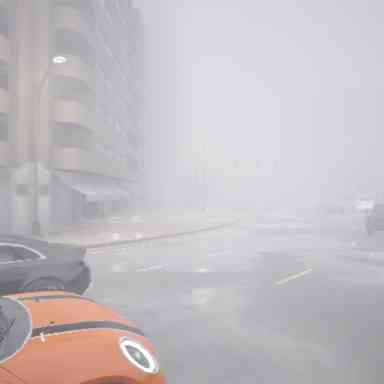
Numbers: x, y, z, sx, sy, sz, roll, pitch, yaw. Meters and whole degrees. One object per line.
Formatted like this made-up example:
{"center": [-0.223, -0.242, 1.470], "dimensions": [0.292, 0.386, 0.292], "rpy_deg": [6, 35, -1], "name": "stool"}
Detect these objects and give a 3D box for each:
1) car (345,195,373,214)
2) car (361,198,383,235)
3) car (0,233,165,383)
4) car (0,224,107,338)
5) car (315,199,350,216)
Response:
{"center": [18.394, 1.390, 37.462], "dimensions": [2.150, 2.045, 5.566], "rpy_deg": [0, 0, 0], "name": "car"}
{"center": [11.147, 1.444, 19.120], "dimensions": [2.097, 1.767, 4.553], "rpy_deg": [0, 0, 26], "name": "car"}
{"center": [-2.432, 1.350, 2.349], "dimensions": [4.553, 1.767, 2.097], "rpy_deg": [0, 0, -35], "name": "car"}
{"center": [-4.168, 1.493, 5.539], "dimensions": [4.902, 1.511, 2.128], "rpy_deg": [0, 0, -37], "name": "car"}
{"center": [14.528, 1.675, 35.154], "dimensions": [1.812, 1.442, 4.674], "rpy_deg": [0, 0, 3], "name": "car"}
